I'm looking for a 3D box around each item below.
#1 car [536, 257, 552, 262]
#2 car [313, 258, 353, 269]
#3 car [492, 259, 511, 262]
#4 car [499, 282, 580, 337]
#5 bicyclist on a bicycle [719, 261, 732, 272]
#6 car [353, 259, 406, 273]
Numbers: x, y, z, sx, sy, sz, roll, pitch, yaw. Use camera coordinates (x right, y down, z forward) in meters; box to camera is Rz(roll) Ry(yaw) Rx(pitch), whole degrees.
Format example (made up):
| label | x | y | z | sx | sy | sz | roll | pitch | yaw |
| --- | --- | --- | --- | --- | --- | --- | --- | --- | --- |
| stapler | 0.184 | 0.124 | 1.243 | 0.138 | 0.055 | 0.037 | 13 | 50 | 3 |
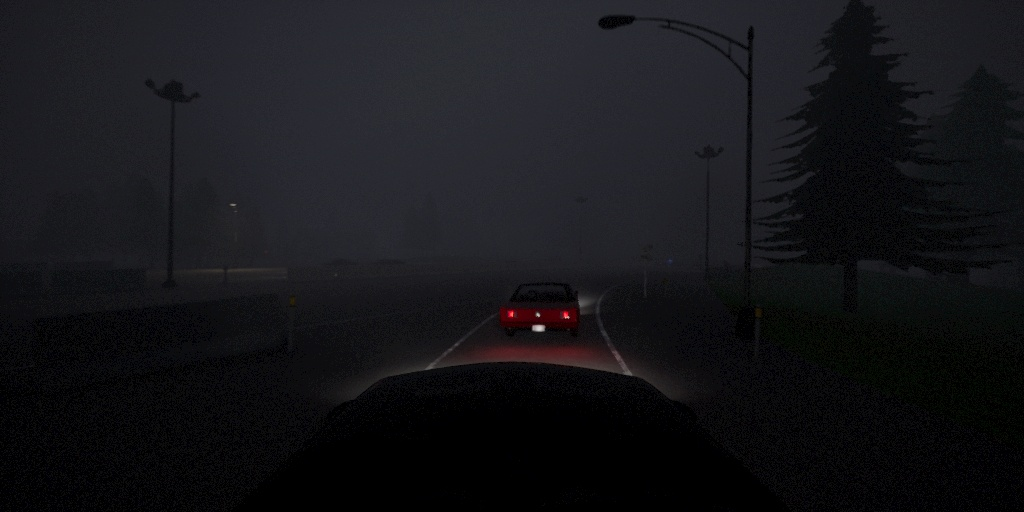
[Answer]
| label | x | y | z | sx | sy | sz | roll | pitch | yaw |
| --- | --- | --- | --- | --- | --- | --- | --- | --- | --- |
| car | 4.184 | 1.230 | 59.459 | 1.895 | 1.301 | 4.718 | 1 | 0 | 39 |
| car | -19.898 | 0.945 | 40.527 | 1.812 | 1.442 | 4.674 | 1 | 1 | 39 |
| car | -1.547 | 1.149 | 63.471 | 1.895 | 1.301 | 4.718 | 1 | 0 | 39 |
| car | 0.981 | 1.391 | 10.403 | 1.895 | 1.301 | 4.718 | -1 | -1 | 10 |
| bicyclist on a bicycle | 29.048 | 1.454 | 48.840 | 1.656 | 1.620 | 0.582 | 5 | 0 | 39 |
| car | -13.417 | 1.020 | 37.439 | 2.128 | 1.511 | 4.902 | 1 | 1 | 39 |
